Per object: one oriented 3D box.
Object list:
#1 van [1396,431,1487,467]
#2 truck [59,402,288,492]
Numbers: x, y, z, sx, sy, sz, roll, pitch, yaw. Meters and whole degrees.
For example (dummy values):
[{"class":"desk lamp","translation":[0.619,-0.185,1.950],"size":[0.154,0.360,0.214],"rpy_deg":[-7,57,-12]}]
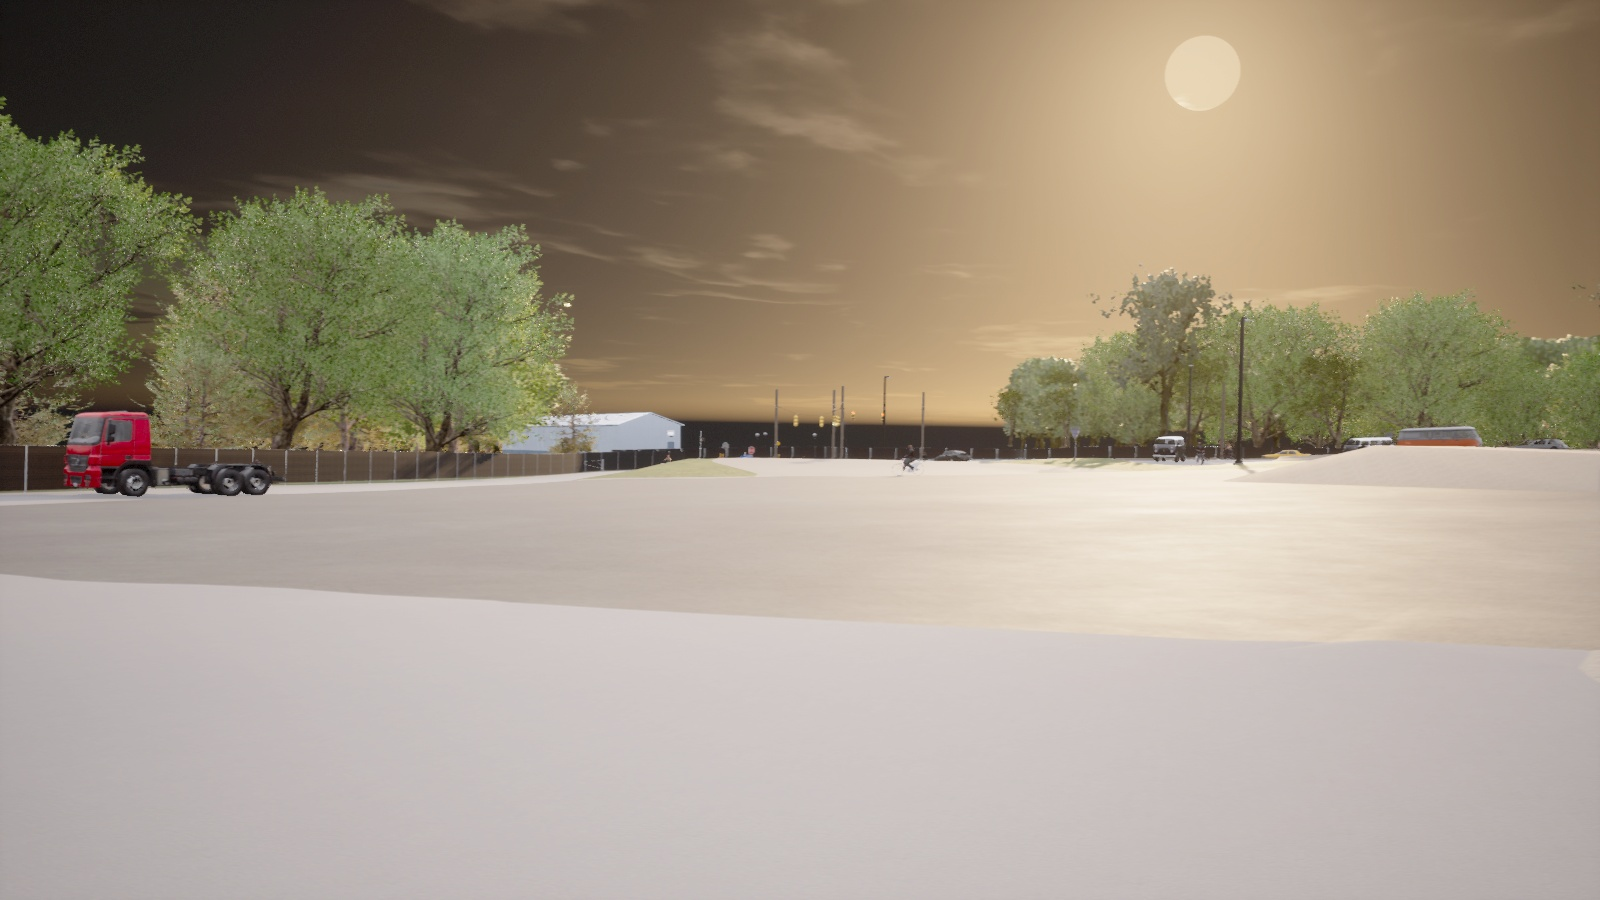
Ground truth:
[{"class":"van","translation":[36.689,-0.032,71.868],"size":[4.442,1.987,1.775],"rpy_deg":[-1,0,34]},{"class":"truck","translation":[-25.831,-0.033,52.163],"size":[2.891,3.462,7.936],"rpy_deg":[1,-1,39]}]
